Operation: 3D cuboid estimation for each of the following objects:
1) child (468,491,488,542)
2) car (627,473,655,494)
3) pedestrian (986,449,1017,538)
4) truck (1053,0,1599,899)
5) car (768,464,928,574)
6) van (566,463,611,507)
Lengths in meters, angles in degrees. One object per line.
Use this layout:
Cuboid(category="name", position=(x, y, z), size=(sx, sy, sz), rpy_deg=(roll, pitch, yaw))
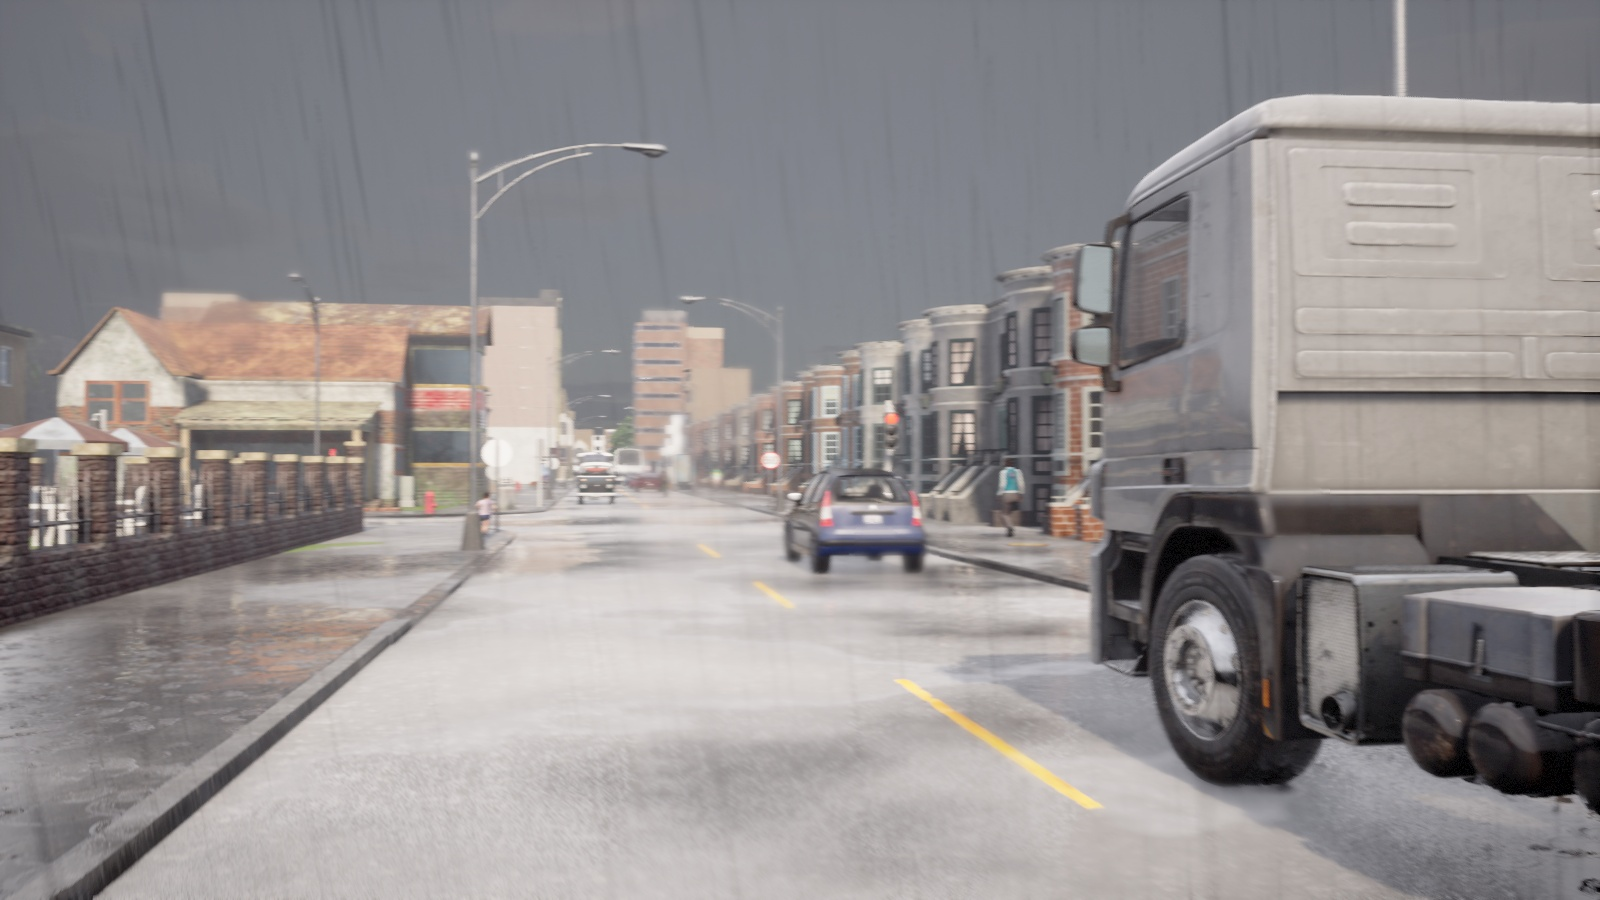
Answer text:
Cuboid(category="child", position=(-7.169, 1.477, 27.974), size=(0.255, 1.110, 0.394), rpy_deg=(-1, -1, 19))
Cuboid(category="car", position=(-12.113, 2.543, 95.546), size=(1.882, 1.535, 5.008), rpy_deg=(0, -1, -10))
Cuboid(category="pedestrian", position=(4.432, 0.959, 27.656), size=(0.396, 1.930, 0.692), rpy_deg=(0, -1, -18))
Cuboid(category="truck", position=(3.579, -0.125, 4.335), size=(2.891, 3.462, 7.936), rpy_deg=(0, -1, -7))
Cuboid(category="car", position=(0.674, 1.064, 20.758), size=(1.851, 1.617, 3.988), rpy_deg=(0, -1, -10))
Cuboid(category="van", position=(-10.272, 1.678, 61.001), size=(2.069, 2.038, 4.480), rpy_deg=(0, -1, -10))
